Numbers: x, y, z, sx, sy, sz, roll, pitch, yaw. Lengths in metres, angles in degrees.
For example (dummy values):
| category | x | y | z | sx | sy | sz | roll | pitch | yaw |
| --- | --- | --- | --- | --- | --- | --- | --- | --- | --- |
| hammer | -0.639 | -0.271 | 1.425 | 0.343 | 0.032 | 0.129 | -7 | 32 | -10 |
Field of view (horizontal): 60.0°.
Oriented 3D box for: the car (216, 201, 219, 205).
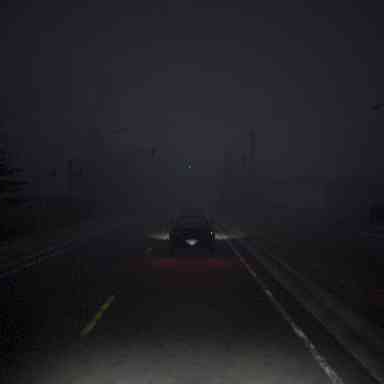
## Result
| category | x | y | z | sx | sy | sz | roll | pitch | yaw |
| --- | --- | --- | --- | --- | --- | --- | --- | --- | --- |
| car | 7.914 | 2.198 | 76.228 | 4.892 | 1.490 | 1.837 | 0 | -1 | -13 |

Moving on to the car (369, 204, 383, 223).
| category | x | y | z | sx | sy | sz | roll | pitch | yaw |
| --- | --- | --- | --- | --- | --- | --- | --- | --- | --- |
| car | 14.211 | 1.554 | 23.283 | 2.007 | 1.523 | 4.514 | 0 | -1 | 0 |

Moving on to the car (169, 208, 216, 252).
| category | x | y | z | sx | sy | sz | roll | pitch | yaw |
| --- | --- | --- | --- | --- | --- | --- | --- | --- | --- |
| car | 0.011 | 1.658 | 14.390 | 1.812 | 1.442 | 4.674 | 0 | 0 | 0 |

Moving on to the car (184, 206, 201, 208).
| category | x | y | z | sx | sy | sz | roll | pitch | yaw |
| --- | --- | --- | --- | --- | --- | --- | --- | --- | --- |
| car | 0.013 | 1.868 | 29.098 | 1.895 | 1.301 | 4.718 | 0 | 0 | 0 |
